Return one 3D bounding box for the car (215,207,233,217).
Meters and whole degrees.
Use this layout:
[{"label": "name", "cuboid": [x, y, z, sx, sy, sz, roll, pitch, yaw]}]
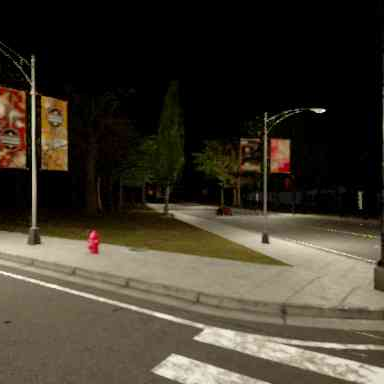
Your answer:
[{"label": "car", "cuboid": [5.151, 3.158, 53.885, 1.882, 1.535, 5.008, 0, -1, -11]}]
